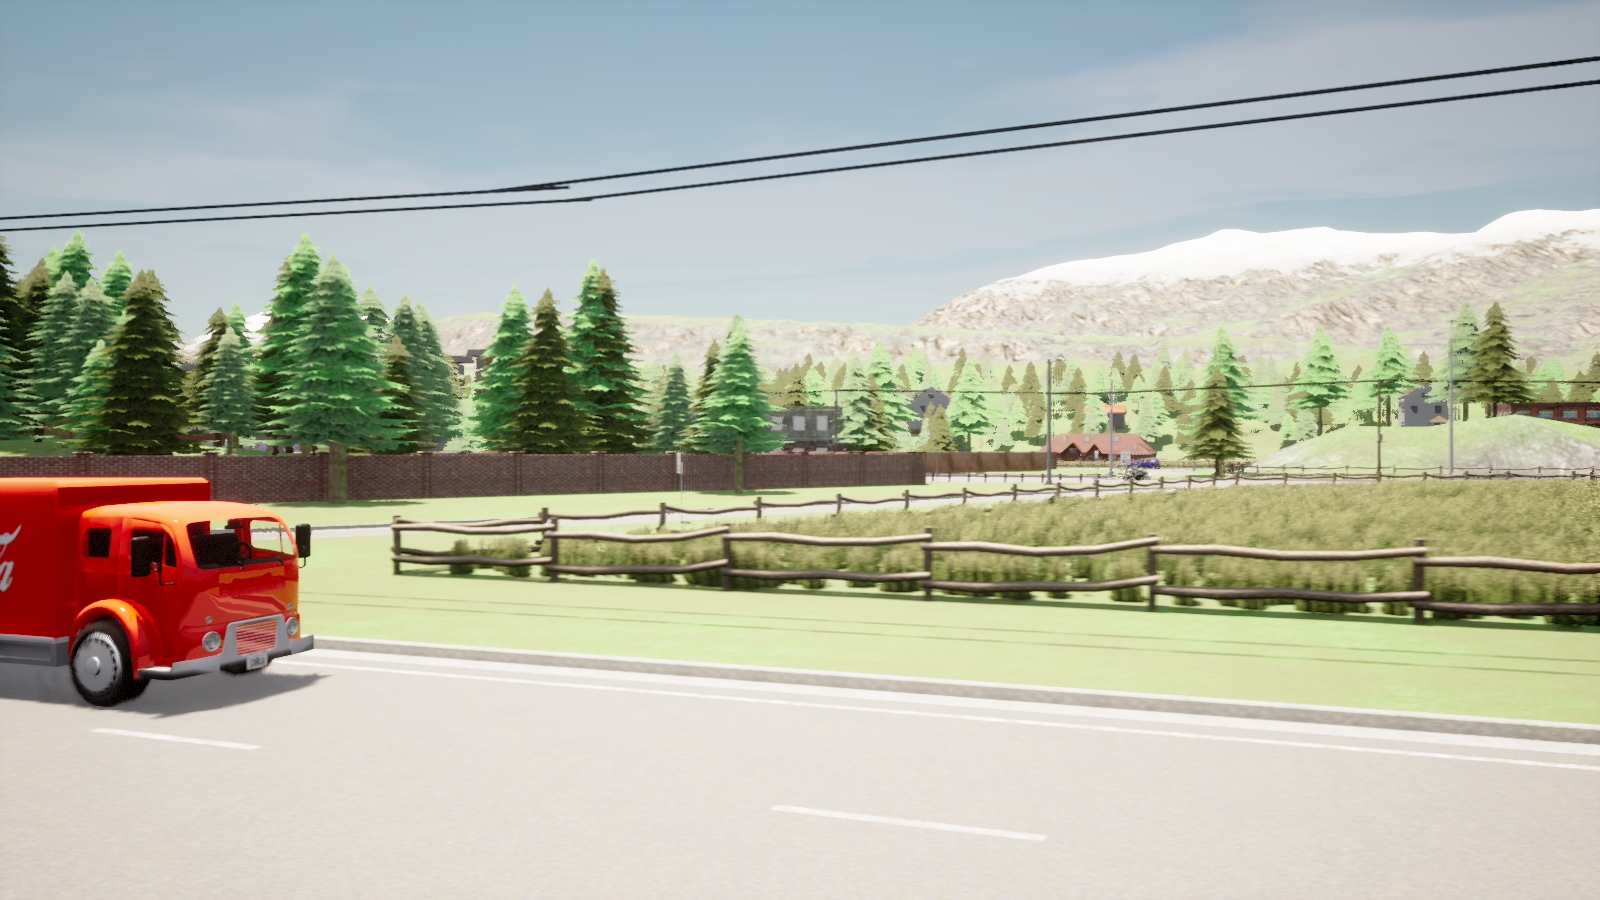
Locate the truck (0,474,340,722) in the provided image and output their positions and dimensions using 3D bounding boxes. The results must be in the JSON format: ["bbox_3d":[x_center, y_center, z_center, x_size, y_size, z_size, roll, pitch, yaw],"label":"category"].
[{"bbox_3d":[-8.617,1.568,13.885,5.204,2.467,2.627,0,0,20],"label":"truck"}]
